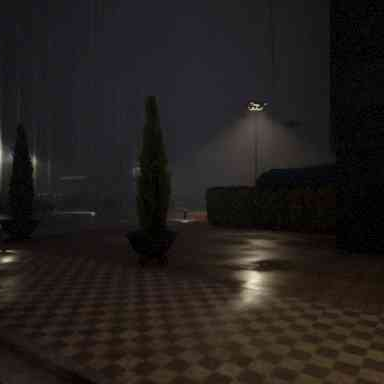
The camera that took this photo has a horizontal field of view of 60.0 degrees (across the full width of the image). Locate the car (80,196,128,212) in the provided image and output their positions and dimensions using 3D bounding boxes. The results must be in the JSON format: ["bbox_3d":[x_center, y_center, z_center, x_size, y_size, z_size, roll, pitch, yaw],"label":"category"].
[{"bbox_3d":[-10.494,1.505,39.990,1.837,1.490,4.892,0,0,35],"label":"car"}]

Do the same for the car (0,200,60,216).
[{"bbox_3d":[-15.825,1.505,32.329,1.837,1.490,4.892,0,0,35],"label":"car"}]

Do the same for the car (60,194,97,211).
[{"bbox_3d":[-14.038,1.221,41.032,2.150,2.045,5.566,0,0,35],"label":"car"}]

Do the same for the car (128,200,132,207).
[{"bbox_3d":[-8.046,1.492,49.614,2.128,1.511,4.902,0,0,35],"label":"car"}]
